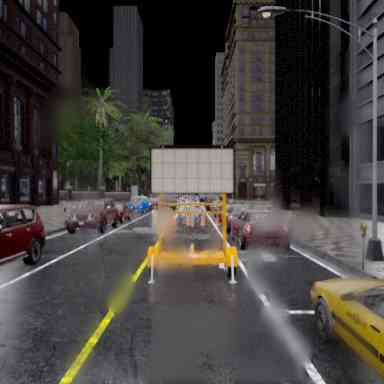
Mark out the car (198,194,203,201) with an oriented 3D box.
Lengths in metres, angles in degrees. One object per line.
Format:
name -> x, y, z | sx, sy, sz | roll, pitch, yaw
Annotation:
car -> 2.858, 1.555, 78.731 | 1.947, 1.339, 4.313 | 0, 0, 0

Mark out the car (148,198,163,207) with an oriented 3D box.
car -> -5.700, 1.581, 52.323 | 1.802, 1.307, 4.206 | 0, 0, 0

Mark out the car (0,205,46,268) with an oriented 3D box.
car -> -5.755, 1.313, 8.914 | 2.192, 1.841, 5.009 | 0, 0, 0

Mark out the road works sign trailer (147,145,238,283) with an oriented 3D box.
road works sign trailer -> 0.013, 0.462, 9.596 | 2.380, 3.560, 2.880 | 0, 0, 0

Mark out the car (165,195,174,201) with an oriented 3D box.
car -> -5.660, 1.537, 84.182 | 2.008, 1.369, 4.403 | 0, 0, 0

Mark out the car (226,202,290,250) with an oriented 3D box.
car -> 2.777, 1.437, 14.318 | 1.967, 1.590, 4.097 | 0, 0, 0

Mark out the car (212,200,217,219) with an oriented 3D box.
car -> 2.790, 1.542, 25.168 | 1.887, 1.381, 4.507 | 0, 0, 0

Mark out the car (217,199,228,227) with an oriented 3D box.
car -> 2.784, 1.437, 19.743 | 1.967, 1.590, 4.097 | 0, 0, 0

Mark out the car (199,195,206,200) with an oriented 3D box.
car -> 2.872, 1.508, 89.742 | 1.752, 1.417, 4.829 | 0, 0, 0

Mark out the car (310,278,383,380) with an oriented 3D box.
car -> 2.765, 1.524, 3.638 | 1.752, 1.417, 4.829 | 0, 0, 0

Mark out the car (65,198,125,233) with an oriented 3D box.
car -> -5.742, 1.312, 19.766 | 2.192, 1.841, 5.009 | 0, 0, 0

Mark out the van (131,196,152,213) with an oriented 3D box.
van -> -5.721, 1.340, 36.044 | 1.690, 1.788, 3.998 | 0, 0, 0

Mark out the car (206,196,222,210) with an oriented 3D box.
car -> 2.805, 1.525, 36.188 | 1.752, 1.417, 4.829 | 0, 0, 0

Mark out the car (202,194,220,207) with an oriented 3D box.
car -> 2.811, 1.315, 41.443 | 2.192, 1.841, 5.009 | 0, 0, 0

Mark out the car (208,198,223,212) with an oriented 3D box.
car -> 2.798, 1.549, 30.593 | 2.008, 1.369, 4.403 | 0, 0, 0

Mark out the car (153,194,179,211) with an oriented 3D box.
car -> -3.037, 1.221, 40.186 | 2.150, 2.045, 5.566 | 0, 0, 0

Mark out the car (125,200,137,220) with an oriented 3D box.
car -> -5.734, 1.542, 25.191 | 1.887, 1.381, 4.507 | 0, 0, 0
